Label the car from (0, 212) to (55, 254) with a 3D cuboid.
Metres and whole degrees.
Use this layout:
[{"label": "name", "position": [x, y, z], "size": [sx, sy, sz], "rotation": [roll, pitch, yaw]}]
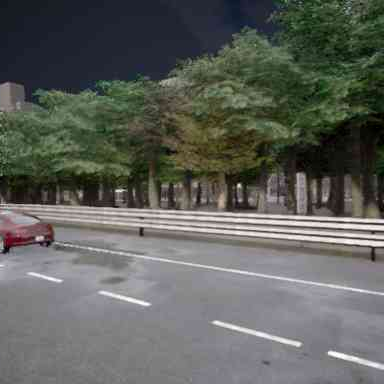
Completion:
[{"label": "car", "position": [-7.433, 1.531, 13.473], "size": [4.674, 1.442, 1.812], "rotation": [0, 0, 35]}]
